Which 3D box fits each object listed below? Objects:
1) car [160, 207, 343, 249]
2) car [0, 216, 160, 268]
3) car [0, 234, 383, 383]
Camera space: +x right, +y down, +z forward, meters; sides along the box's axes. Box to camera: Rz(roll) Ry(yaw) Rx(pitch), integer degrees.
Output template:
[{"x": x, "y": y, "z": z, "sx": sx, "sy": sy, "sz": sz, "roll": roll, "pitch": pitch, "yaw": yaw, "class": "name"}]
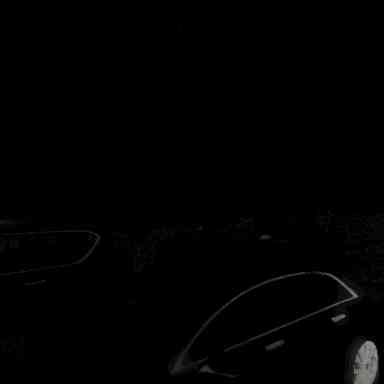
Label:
[{"x": 1.417, "y": 1.314, "z": 7.530, "sx": 5.009, "sy": 1.841, "sz": 2.192, "roll": 0, "pitch": 0, "yaw": -35, "class": "car"}, {"x": -3.180, "y": 1.315, "z": 4.262, "sx": 5.009, "sy": 1.841, "sz": 2.192, "roll": 0, "pitch": 0, "yaw": -35, "class": "car"}, {"x": 0.243, "y": 1.505, "z": 3.548, "sx": 4.892, "sy": 1.490, "sz": 1.837, "roll": 0, "pitch": 0, "yaw": -35, "class": "car"}]
